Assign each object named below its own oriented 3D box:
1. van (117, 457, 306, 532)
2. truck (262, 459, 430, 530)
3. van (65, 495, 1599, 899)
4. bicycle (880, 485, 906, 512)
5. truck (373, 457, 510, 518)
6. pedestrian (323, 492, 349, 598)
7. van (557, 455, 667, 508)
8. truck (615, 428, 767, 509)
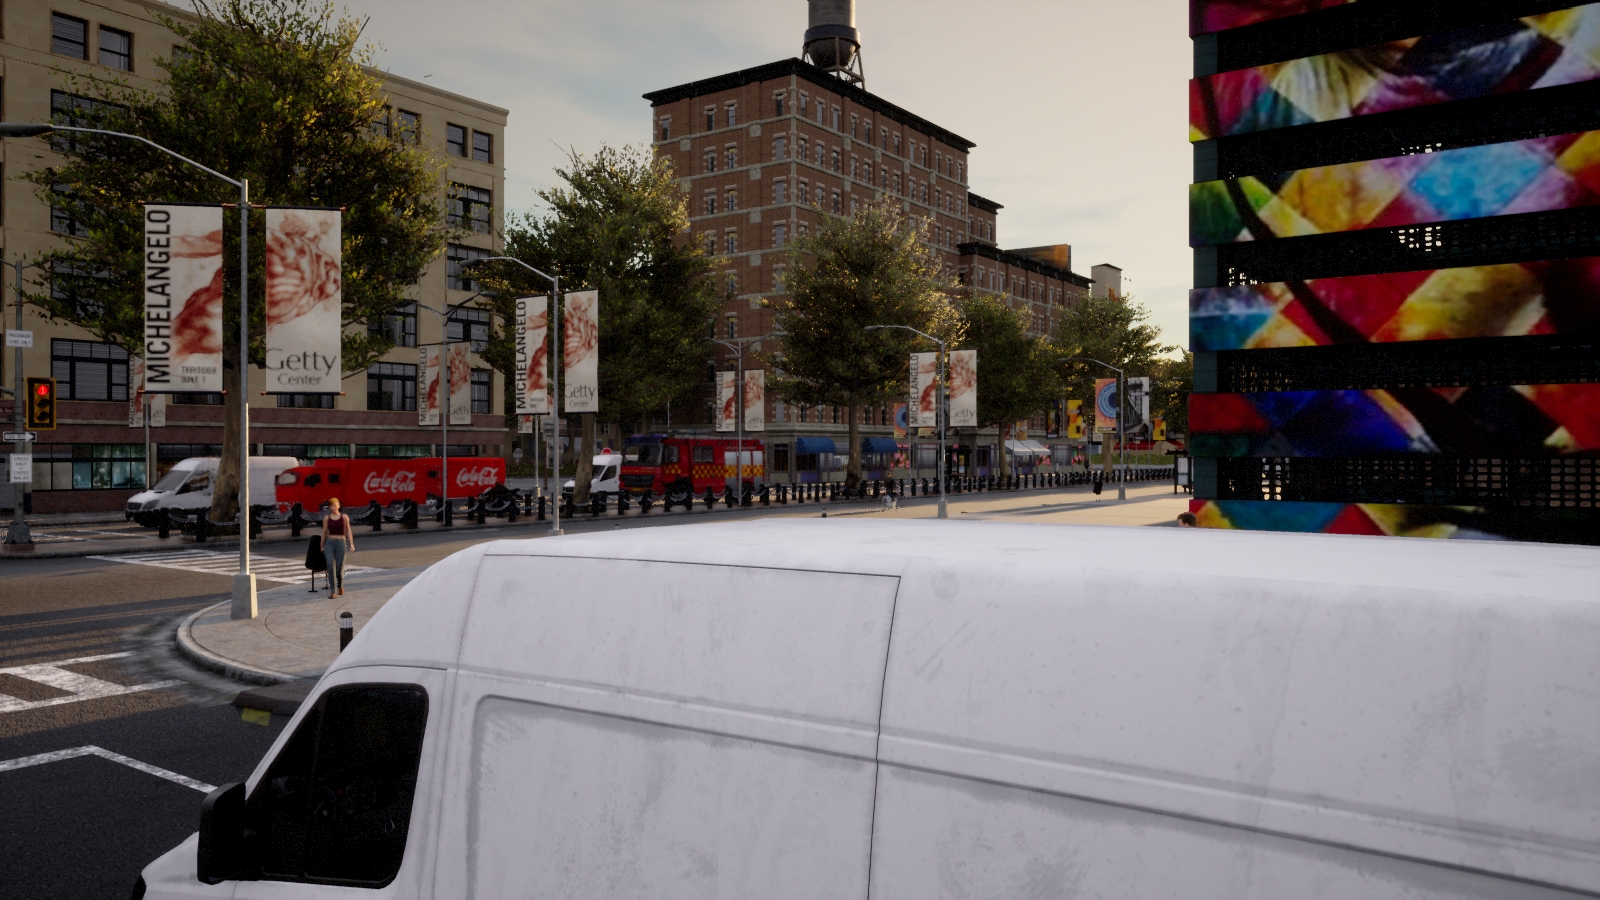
[{"bbox_3d":[-21.525,1.535,42.096,1.988,2.561,5.915,0,0,36],"label":"van"},{"bbox_3d":[-16.835,1.578,42.642,2.627,2.467,5.204,0,-1,36],"label":"truck"},{"bbox_3d":[-0.118,1.534,3.913,5.915,2.561,1.988,0,0,36],"label":"van"},{"bbox_3d":[4.284,2.210,52.452,0.329,1.171,1.835,0,0,35],"label":"bicycle"},{"bbox_3d":[-15.697,1.568,50.261,2.627,2.467,5.204,0,0,36],"label":"truck"},{"bbox_3d":[-8.320,1.696,20.501,0.375,1.860,0.375,0,0,-13],"label":"pedestrian"},{"bbox_3d":[-9.606,1.534,58.804,1.988,2.561,5.915,0,0,35],"label":"van"},{"bbox_3d":[-5.422,0.891,58.645,2.891,3.827,8.468,0,0,35],"label":"truck"}]
